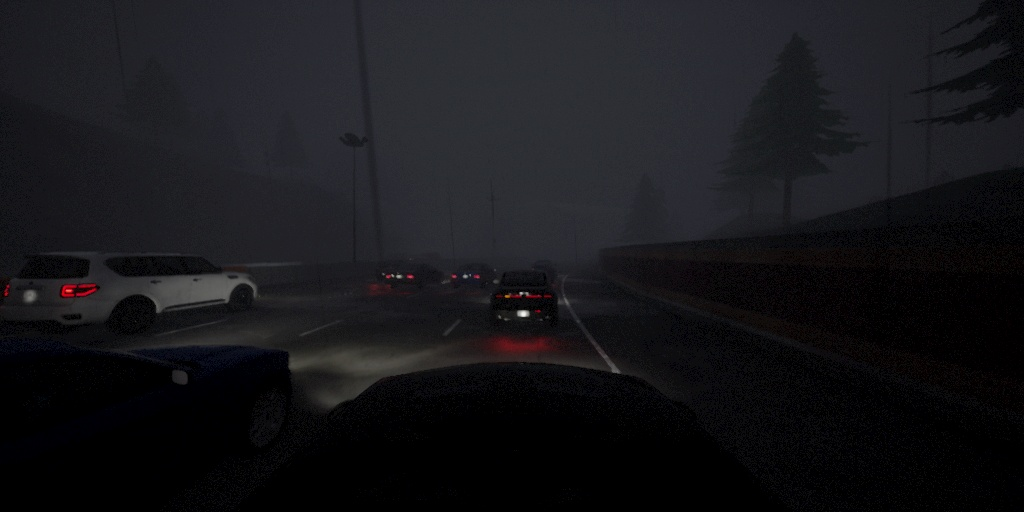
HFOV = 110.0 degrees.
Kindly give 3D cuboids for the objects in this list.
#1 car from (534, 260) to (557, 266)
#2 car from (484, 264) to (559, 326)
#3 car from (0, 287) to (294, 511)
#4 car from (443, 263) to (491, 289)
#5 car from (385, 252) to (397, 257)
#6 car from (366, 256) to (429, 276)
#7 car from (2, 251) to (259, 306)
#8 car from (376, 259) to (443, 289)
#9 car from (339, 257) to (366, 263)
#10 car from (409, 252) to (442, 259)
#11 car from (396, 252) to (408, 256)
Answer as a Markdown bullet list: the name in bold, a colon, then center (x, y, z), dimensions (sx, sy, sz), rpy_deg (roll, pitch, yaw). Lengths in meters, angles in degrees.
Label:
- **car**: center (2.471, 1.017, 27.817), dimensions (1.812, 1.442, 4.674), rpy_deg (0, 1, 10)
- **car**: center (0.417, 1.160, 11.328), dimensions (1.837, 1.490, 4.892), rpy_deg (0, 1, 3)
- **car**: center (-3.384, 1.227, 2.005), dimensions (1.882, 1.535, 5.008), rpy_deg (0, 1, 0)
- **car**: center (-2.138, 1.105, 21.454), dimensions (2.033, 1.411, 5.357), rpy_deg (0, 1, 8)
- **car**: center (-18.674, 0.436, 57.139), dimensions (2.150, 2.045, 5.566), rpy_deg (0, 1, 20)
- **car**: center (-8.360, 0.999, 26.820), dimensions (2.128, 1.511, 4.902), rpy_deg (0, 1, 9)
- **car**: center (-10.158, 0.893, 10.337), dimensions (2.150, 2.045, 5.566), rpy_deg (0, 1, 3)
- **car**: center (-5.667, 1.107, 21.453), dimensions (2.033, 1.411, 5.357), rpy_deg (0, 1, 7)
- **car**: center (-23.546, 0.854, 53.679), dimensions (1.895, 1.301, 4.718), rpy_deg (0, 1, 18)
- **car**: center (-12.581, 0.470, 53.375), dimensions (2.150, 2.045, 5.566), rpy_deg (0, 1, 19)
- **car**: center (-15.357, 0.578, 55.959), dimensions (2.097, 1.767, 4.553), rpy_deg (0, 1, 20)
